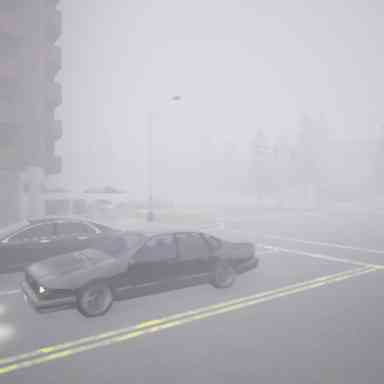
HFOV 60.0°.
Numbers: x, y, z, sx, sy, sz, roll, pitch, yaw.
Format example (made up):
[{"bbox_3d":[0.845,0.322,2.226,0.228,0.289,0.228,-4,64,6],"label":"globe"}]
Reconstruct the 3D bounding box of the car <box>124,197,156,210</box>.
[{"bbox_3d":[-6.589,1.448,40.164,1.994,1.385,4.181,0,0,-38],"label":"car"}]

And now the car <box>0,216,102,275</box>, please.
[{"bbox_3d":[-4.287,1.493,9.450,4.892,1.490,1.837,0,0,-35],"label":"car"}]

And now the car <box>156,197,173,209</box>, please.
[{"bbox_3d":[-4.287,1.371,42.914,2.128,1.511,4.902,0,0,-38],"label":"car"}]

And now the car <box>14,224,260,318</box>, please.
[{"bbox_3d":[-0.843,1.536,7.583,5.357,1.411,2.033,0,0,-35],"label":"car"}]
